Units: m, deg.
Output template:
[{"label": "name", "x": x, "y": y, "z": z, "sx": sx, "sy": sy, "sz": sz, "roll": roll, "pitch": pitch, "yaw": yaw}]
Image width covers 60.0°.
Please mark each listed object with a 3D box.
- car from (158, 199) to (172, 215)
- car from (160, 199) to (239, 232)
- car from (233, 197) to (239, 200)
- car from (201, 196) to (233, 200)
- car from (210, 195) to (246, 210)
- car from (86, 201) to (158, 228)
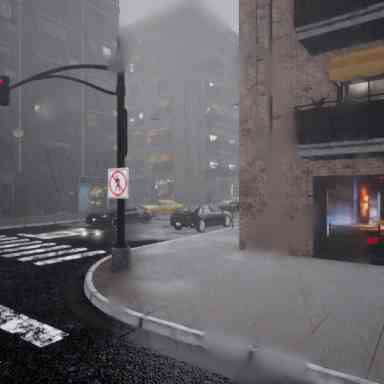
[{"label": "car", "x": -2.574, "y": 1.252, "z": 27.346, "sx": 1.752, "sy": 1.417, "sz": 4.829, "roll": 1, "pitch": 1, "yaw": 36}, {"label": "car", "x": 0.599, "y": 1.333, "z": 18.293, "sx": 2.008, "sy": 1.369, "sz": 4.403, "roll": 1, "pitch": 1, "yaw": 36}, {"label": "car", "x": 4.979, "y": 1.142, "z": 28.559, "sx": 2.128, "sy": 1.511, "sz": 4.902, "roll": 0, "pitch": 1, "yaw": 36}, {"label": "car", "x": 1.368, "y": 1.245, "z": 28.595, "sx": 1.994, "sy": 1.385, "sz": 4.181, "roll": 0, "pitch": 1, "yaw": 36}, {"label": "car", "x": 4.079, "y": 1.111, "z": 36.531, "sx": 1.752, "sy": 1.417, "sz": 4.829, "roll": 1, "pitch": 1, "yaw": 36}, {"label": "car", "x": -4.436, "y": 1.368, "z": 20.591, "sx": 1.994, "sy": 1.385, "sz": 4.181, "roll": 0, "pitch": 1, "yaw": 36}]
